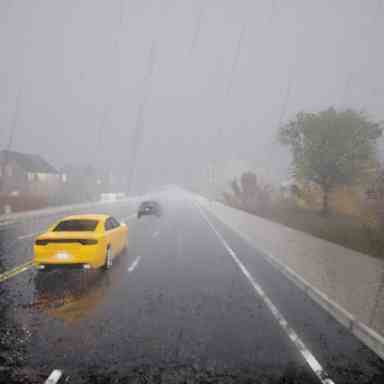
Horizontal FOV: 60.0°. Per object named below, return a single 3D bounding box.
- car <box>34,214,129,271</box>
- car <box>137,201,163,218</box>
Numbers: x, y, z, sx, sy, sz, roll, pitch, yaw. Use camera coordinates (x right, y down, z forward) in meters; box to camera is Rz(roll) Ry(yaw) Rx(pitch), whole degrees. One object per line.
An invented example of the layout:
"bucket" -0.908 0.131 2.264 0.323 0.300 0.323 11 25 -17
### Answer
"car" -3.317 1.464 10.896 1.882 1.535 5.008 0 0 -1
"car" -3.642 1.471 29.365 2.033 1.411 5.357 0 0 -1
